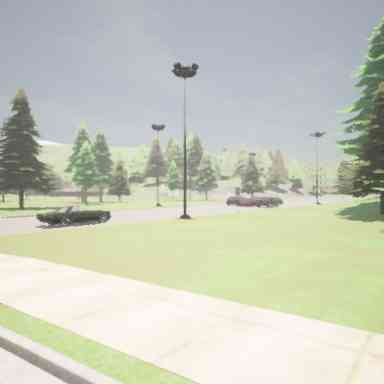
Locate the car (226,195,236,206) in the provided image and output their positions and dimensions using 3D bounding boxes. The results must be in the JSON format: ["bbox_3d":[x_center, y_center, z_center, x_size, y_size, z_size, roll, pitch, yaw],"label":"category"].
[{"bbox_3d":[7.560,1.324,55.099,2.097,1.767,4.553,0,0,37],"label":"car"}]

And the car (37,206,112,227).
[{"bbox_3d":[-7.869,1.587,22.718,1.895,1.301,4.718,0,0,39],"label":"car"}]

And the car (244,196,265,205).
[{"bbox_3d":[11.421,1.495,60.390,1.812,1.442,4.674,0,0,37],"label":"car"}]

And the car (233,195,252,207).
[{"bbox_3d":[8.585,1.538,50.630,1.994,1.385,4.181,0,0,37],"label":"car"}]

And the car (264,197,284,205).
[{"bbox_3d":[14.480,1.535,58.640,1.994,1.385,4.181,0,0,37],"label":"car"}]

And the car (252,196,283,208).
[{"bbox_3d":[10.943,1.481,47.909,1.837,1.490,4.892,0,0,37],"label":"car"}]
